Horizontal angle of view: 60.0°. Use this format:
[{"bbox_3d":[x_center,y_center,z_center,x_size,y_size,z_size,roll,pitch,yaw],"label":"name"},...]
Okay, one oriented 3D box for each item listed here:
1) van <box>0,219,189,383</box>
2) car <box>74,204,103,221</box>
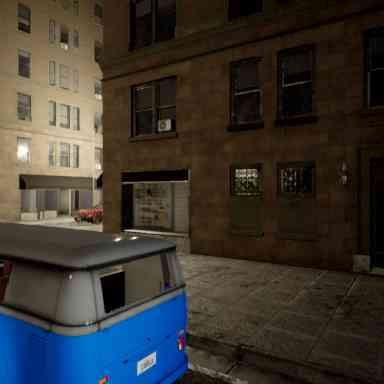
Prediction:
[{"bbox_3d":[-1.966,1.341,4.085,3.998,1.788,1.690,0,0,33],"label":"van"},{"bbox_3d":[-6.555,1.626,24.955,1.812,1.442,4.674,0,0,33],"label":"car"}]
